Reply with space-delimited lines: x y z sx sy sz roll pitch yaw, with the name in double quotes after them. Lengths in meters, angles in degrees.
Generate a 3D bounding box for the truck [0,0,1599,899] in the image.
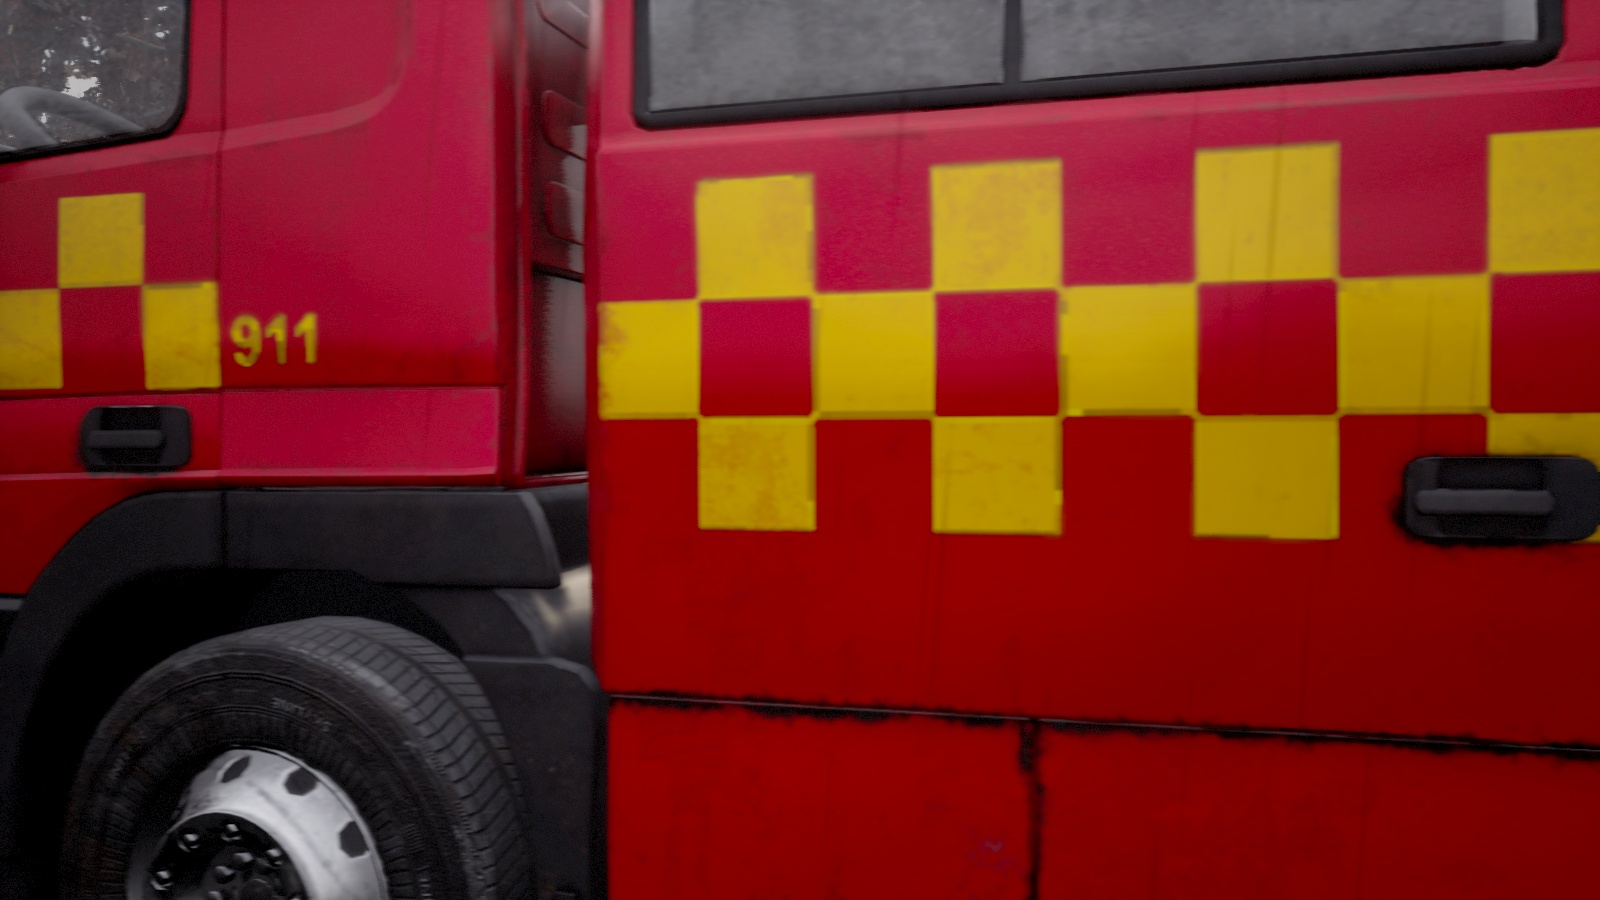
1.408 -0.386 3.343 8.468 3.827 2.891 0 1 15 "truck"
